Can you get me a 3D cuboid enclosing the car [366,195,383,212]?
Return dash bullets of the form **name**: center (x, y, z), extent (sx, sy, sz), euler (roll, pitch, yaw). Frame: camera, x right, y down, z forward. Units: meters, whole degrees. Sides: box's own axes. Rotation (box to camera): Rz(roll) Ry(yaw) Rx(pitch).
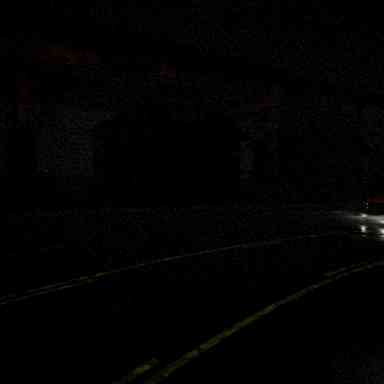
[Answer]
- **car**: center (15.162, 0.781, 24.768), extent (5.008, 1.535, 1.882), euler (0, 3, -27)
